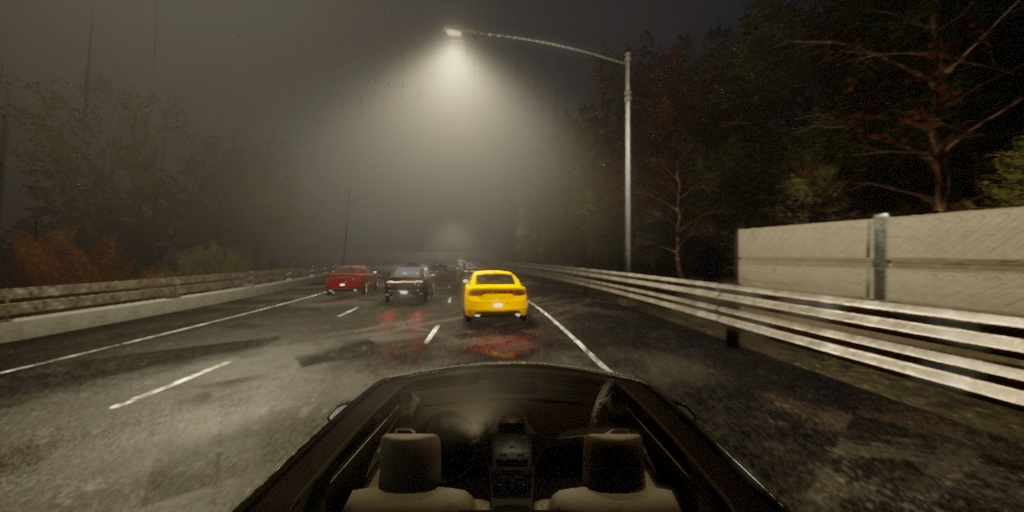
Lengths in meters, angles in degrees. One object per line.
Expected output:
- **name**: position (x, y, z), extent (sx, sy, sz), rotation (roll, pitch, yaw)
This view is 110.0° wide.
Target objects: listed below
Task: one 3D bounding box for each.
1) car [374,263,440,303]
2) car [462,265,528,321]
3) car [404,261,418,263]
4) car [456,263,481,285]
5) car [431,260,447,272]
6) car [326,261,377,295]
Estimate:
- **car**: position (-4.755, 1.269, 17.018), extent (2.128, 1.511, 4.902), rotation (0, 0, -8)
- **car**: position (-0.683, 1.238, 12.566), extent (1.882, 1.535, 5.008), rotation (0, 0, -7)
- **car**: position (-12.587, 1.329, 44.520), extent (1.837, 1.490, 4.892), rotation (0, 0, -23)
- **car**: position (-3.117, 1.271, 26.985), extent (2.128, 1.511, 4.902), rotation (0, 0, -13)
- **car**: position (-9.680, 1.308, 46.348), extent (2.128, 1.511, 4.902), rotation (0, 0, -23)
- **car**: position (-8.814, 1.271, 20.156), extent (1.882, 1.535, 5.008), rotation (0, 0, -10)
